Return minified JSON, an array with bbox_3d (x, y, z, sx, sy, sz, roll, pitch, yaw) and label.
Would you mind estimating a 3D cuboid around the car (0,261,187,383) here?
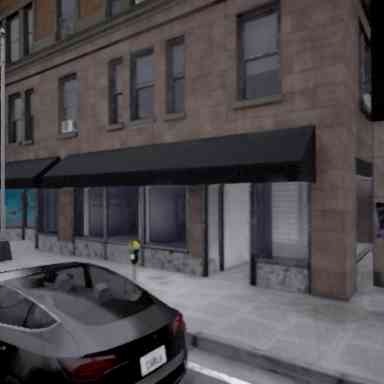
[{"bbox_3d":[-2.045,1.597,4.270,4.313,1.339,1.947,-1,0,36],"label":"car"}]
